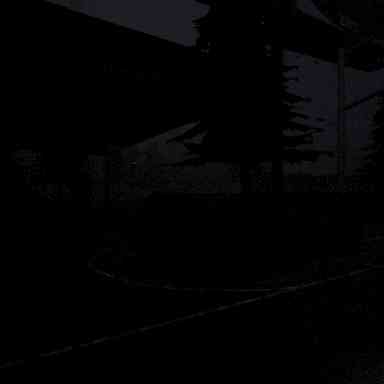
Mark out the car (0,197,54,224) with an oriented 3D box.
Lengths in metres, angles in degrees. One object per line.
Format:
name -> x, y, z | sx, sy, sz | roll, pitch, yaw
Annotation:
car -> -11.959, 1.313, 23.487 | 3.866, 1.878, 1.905 | 0, 0, -36
